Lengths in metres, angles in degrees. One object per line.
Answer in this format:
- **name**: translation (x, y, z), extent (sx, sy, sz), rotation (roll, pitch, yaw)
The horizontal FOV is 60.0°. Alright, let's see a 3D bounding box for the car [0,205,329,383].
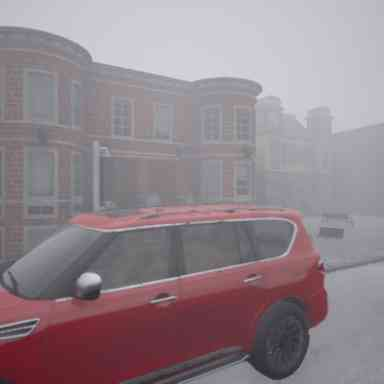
- **car**: translation (-0.730, 1.221, 4.078), extent (5.566, 2.045, 2.150), rotation (0, 0, -32)
